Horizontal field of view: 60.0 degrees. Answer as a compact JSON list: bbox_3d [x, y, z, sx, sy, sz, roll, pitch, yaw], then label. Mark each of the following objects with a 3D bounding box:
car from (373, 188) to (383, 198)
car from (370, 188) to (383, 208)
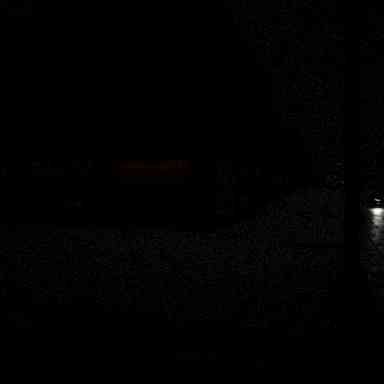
[{"bbox_3d":[29.021,0.057,50.431,2.033,1.411,5.357,0,1,22],"label":"car"},{"bbox_3d":[17.311,0.579,30.165,1.837,1.490,4.892,0,1,23],"label":"car"}]
